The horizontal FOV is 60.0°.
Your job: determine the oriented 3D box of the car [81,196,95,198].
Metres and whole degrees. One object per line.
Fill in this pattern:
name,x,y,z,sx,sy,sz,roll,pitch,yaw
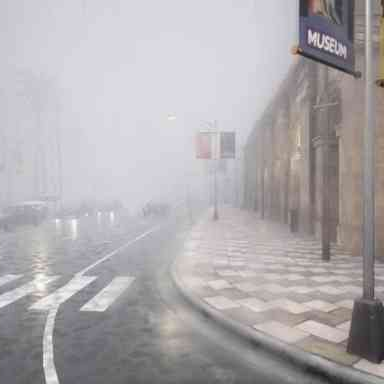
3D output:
car,-13.089,1.352,41.519,2.097,1.767,4.553,0,0,5

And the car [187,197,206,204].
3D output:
car,0.866,1.604,63.028,1.895,1.301,4.718,0,0,28

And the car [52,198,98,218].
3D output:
car,-10.482,1.526,30.218,1.812,1.442,4.674,0,0,5

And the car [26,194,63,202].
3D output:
car,-13.919,1.221,31.227,2.150,2.045,5.566,0,0,4

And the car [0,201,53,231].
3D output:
car,-11.173,1.547,20.815,2.033,1.411,5.357,0,0,4

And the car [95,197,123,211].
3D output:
car,-9.692,1.526,40.076,1.812,1.442,4.674,0,0,5

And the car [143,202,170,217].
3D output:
car,-3.271,1.604,31.652,1.895,1.301,4.718,0,0,4
